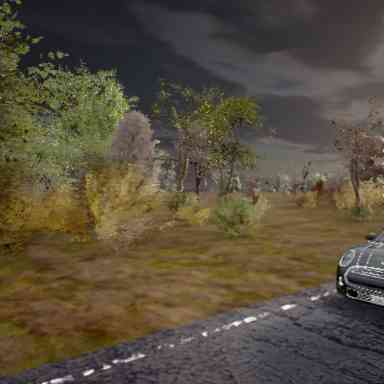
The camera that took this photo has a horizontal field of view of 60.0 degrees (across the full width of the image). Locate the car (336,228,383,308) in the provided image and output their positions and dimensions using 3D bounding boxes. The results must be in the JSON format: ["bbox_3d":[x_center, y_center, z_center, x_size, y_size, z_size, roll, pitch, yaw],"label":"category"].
[{"bbox_3d":[5.153,1.354,7.337,4.553,1.767,2.097,0,0,-38],"label":"car"}]
